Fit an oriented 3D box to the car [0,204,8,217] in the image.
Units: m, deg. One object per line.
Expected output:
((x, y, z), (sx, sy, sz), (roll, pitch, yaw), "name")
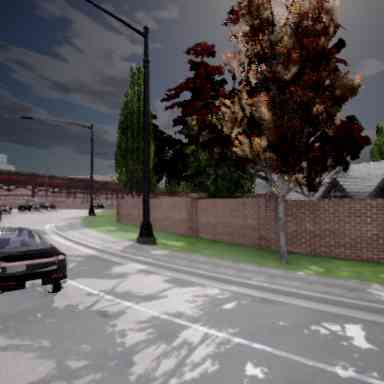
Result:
((-16.296, 1.938, 26.153), (1.994, 1.385, 4.181), (0, -1, -18), "car")

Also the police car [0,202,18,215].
((-23.749, 2.051, 40.759), (1.930, 1.638, 5.238), (0, -1, -7), "police car")

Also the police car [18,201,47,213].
((-24.404, 2.228, 50.337), (1.930, 1.638, 5.238), (0, -1, -1), "police car")

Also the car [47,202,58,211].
((-24.365, 2.431, 55.991), (1.837, 1.490, 4.892), (0, -1, 2), "car")

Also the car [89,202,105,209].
((-21.217, 3.004, 74.359), (1.994, 1.385, 4.181), (-1, -4, 15), "car")

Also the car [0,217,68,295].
((-4.856, 1.637, 8.408), (2.128, 1.511, 4.902), (1, -1, -44), "car")
